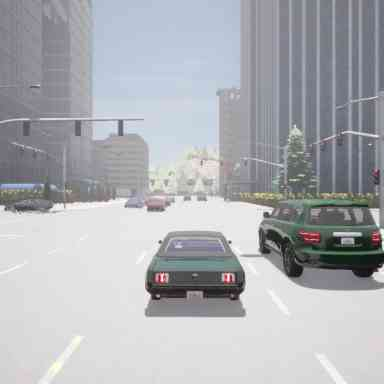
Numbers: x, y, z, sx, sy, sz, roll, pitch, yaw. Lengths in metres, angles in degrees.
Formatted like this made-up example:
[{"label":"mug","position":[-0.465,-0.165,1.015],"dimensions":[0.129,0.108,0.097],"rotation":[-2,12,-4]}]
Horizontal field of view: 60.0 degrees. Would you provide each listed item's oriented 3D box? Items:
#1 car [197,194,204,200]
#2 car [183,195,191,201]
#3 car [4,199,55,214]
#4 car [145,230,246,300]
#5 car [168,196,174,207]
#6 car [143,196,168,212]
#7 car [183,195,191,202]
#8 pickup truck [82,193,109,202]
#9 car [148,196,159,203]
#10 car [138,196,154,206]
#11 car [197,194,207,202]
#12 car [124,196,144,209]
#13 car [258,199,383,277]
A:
[{"label":"car","position":[2.254,1.386,89.065],"dimensions":[1.882,1.535,5.008],"rotation":[0,0,-1]},{"label":"car","position":[-1.244,1.540,88.871],"dimensions":[2.033,1.411,5.357],"rotation":[0,0,-1]},{"label":"car","position":[-17.229,1.491,35.352],"dimensions":[4.902,1.511,2.128],"rotation":[0,0,-3]},{"label":"car","position":[0.076,1.601,8.321],"dimensions":[1.895,1.301,4.718],"rotation":[0,0,0]},{"label":"car","position":[-4.324,1.601,52.391],"dimensions":[1.895,1.301,4.718],"rotation":[0,0,-1]},{"label":"car","position":[-4.076,1.477,38.241],"dimensions":[1.882,1.535,5.008],"rotation":[0,0,-1]},{"label":"car","position":[-1.099,1.500,78.516],"dimensions":[1.837,1.490,4.892],"rotation":[0,0,-1]},{"label":"pickup truck","position":[-21.151,1.058,73.381],"dimensions":[2.390,2.098,6.274],"rotation":[0,0,30]},{"label":"car","position":[-7.966,1.600,68.913],"dimensions":[1.895,1.301,4.718],"rotation":[0,0,-1]},{"label":"car","position":[-7.878,1.492,57.077],"dimensions":[2.128,1.511,4.902],"rotation":[0,0,-1]},{"label":"car","position":[2.397,1.348,78.784],"dimensions":[2.097,1.767,4.553],"rotation":[0,0,-1]},{"label":"car","position":[-7.877,1.526,45.346],"dimensions":[1.812,1.442,4.674],"rotation":[0,0,3]},{"label":"car","position":[3.588,1.221,10.349],"dimensions":[2.150,2.045,5.566],"rotation":[0,0,0]}]
